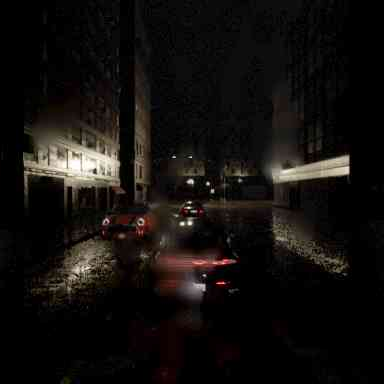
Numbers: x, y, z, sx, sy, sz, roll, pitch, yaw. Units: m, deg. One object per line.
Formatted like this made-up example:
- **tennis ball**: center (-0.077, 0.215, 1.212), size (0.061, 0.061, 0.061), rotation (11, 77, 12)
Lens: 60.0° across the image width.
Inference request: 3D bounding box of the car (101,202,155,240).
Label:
- **car**: center (-3.088, 1.352, 16.858), size (2.097, 1.767, 4.553), rotation (0, 0, 0)

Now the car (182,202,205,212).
- **car**: center (0.121, 1.549, 28.127), size (2.033, 1.411, 5.357), rotation (0, 0, 0)

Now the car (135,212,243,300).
- **car**: center (0.102, 1.492, 8.366), size (2.128, 1.511, 4.902), rotation (0, 0, 0)
